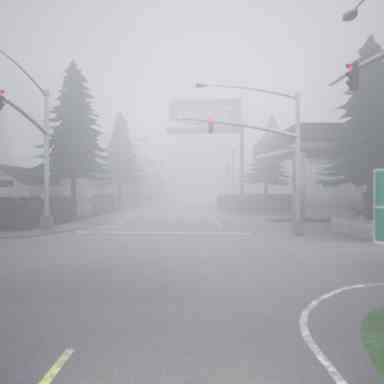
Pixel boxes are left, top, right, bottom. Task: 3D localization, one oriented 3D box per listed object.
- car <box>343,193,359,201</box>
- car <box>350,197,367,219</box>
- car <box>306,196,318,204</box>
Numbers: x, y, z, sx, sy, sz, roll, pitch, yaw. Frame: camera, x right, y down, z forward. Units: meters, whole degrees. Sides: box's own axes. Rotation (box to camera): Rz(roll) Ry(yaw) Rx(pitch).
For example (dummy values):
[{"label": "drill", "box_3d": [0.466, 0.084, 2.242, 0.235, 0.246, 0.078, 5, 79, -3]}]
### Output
[{"label": "car", "box_3d": [35.143, 1.520, 71.823, 2.007, 1.523, 4.514, 0, 0, 0]}, {"label": "car", "box_3d": [14.450, 1.515, 25.033, 3.866, 1.878, 1.905, 0, 0, 0]}, {"label": "car", "box_3d": [22.713, 1.579, 64.072, 1.970, 1.475, 3.806, 0, 0, 0]}]
